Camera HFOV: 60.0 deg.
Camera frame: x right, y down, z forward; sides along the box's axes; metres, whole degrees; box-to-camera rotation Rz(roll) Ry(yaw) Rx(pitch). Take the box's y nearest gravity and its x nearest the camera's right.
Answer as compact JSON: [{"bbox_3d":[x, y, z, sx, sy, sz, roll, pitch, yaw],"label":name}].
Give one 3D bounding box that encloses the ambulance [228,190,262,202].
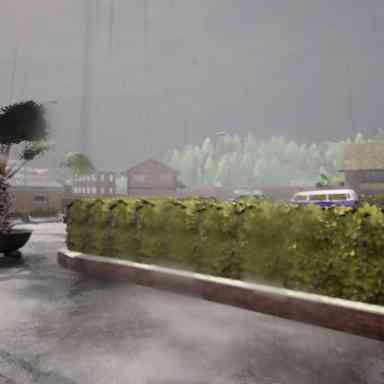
[{"bbox_3d":[6.934,0.919,43.560,2.351,2.431,6.366,0,0,35],"label":"ambulance"}]
